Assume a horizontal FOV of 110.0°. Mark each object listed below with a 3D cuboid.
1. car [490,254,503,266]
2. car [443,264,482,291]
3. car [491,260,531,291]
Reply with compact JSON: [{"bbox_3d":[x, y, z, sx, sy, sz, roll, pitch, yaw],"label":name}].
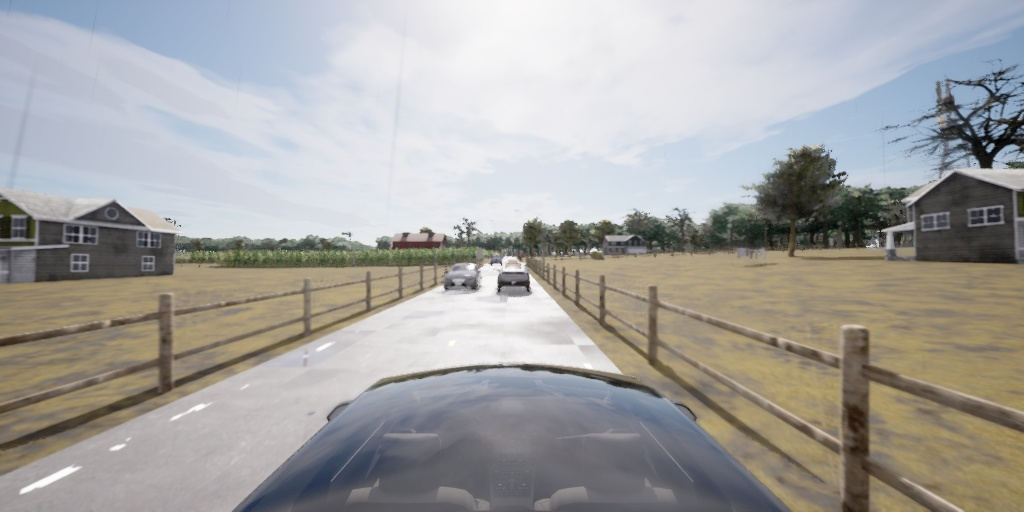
[{"bbox_3d":[-2.760,0.724,64.208,2.150,2.045,5.566,0,0,0],"label":"car"},{"bbox_3d":[-2.851,1.215,21.510,2.128,1.511,4.902,0,0,0],"label":"car"},{"bbox_3d":[0.091,1.215,21.487,2.128,1.511,4.902,0,0,0],"label":"car"}]
